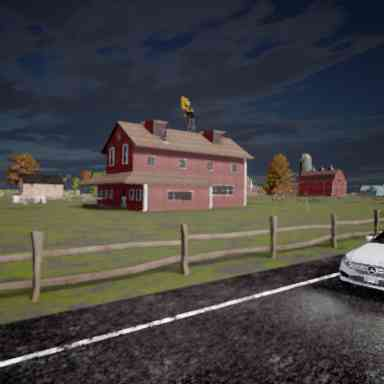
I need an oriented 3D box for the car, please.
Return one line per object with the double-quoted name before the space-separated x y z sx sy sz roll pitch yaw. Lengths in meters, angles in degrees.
"car" 5.571 1.546 8.256 4.674 1.442 1.812 0 0 -37
